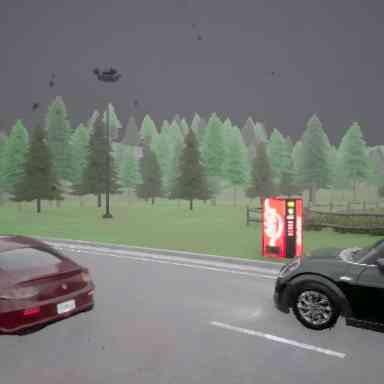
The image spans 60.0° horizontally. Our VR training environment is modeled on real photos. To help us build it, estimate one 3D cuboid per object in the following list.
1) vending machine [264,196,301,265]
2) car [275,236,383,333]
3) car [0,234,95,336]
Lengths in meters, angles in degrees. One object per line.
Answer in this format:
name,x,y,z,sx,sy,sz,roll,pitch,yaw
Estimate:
vending machine,2.982,1.195,10.958,0.880,2.100,1.100,0,0,33
car,3.701,1.351,5.367,4.553,1.767,2.097,0,0,36
car,-3.808,1.525,6.158,4.674,1.442,1.812,0,0,32
